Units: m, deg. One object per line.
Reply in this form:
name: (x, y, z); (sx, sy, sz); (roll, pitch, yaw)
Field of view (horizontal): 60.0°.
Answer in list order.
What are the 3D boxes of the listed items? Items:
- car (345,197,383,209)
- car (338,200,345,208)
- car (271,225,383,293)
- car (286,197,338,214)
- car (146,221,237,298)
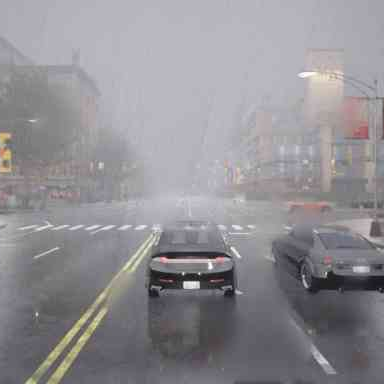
car: (23.025, 1.477, 43.069); (5.008, 1.535, 1.882); (0, 0, 0)
car: (22.805, 1.491, 46.564); (4.902, 1.511, 2.128); (0, 0, 0)
car: (3.482, 1.564, 8.862); (1.994, 1.385, 4.181); (0, 0, 0)
car: (12.257, 1.352, 34.806); (4.553, 1.767, 2.097); (0, 0, 0)
car: (-0.018, 1.492, 8.518); (2.128, 1.511, 4.902); (0, 0, 0)
